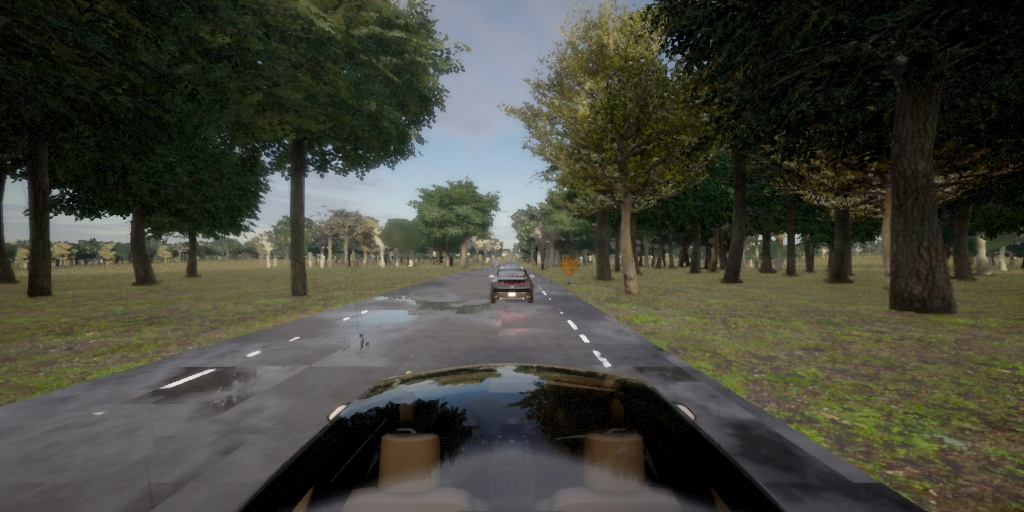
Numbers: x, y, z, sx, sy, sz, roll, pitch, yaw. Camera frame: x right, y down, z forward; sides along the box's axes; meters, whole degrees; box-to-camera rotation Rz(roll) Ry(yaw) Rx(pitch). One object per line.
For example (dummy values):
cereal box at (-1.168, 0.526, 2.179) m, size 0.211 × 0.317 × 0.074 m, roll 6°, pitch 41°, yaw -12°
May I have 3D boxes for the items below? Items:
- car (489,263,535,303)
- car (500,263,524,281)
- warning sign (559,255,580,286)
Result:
car at (0.000, 1.265, 16.502) m, size 1.837 × 1.490 × 4.892 m, roll 0°, pitch 0°, yaw 0°
car at (0.000, 1.369, 31.507) m, size 1.994 × 1.385 × 4.181 m, roll 0°, pitch 0°, yaw 0°
warning sign at (3.550, 0.868, 22.193) m, size 1.300 × 1.860 × 1.060 m, roll 0°, pitch 0°, yaw 0°
